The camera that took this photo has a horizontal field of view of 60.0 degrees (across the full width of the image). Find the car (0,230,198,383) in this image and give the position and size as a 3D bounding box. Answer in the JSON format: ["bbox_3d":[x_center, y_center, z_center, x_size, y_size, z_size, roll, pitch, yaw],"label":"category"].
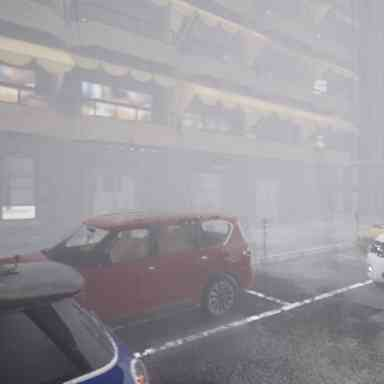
[{"bbox_3d":[-2.444,1.356,1.623,4.553,1.767,2.097,0,0,-35],"label":"car"}]

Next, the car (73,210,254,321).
[{"bbox_3d":[-1.124,1.306,5.742,5.009,1.841,2.192,0,1,-36],"label":"car"}]

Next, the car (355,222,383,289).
[{"bbox_3d":[6.399,1.186,7.822,5.566,2.045,2.150,0,0,-36],"label":"car"}]

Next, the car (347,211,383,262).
[{"bbox_3d":[7.801,1.474,12.115,4.829,1.417,1.752,0,1,-36],"label":"car"}]
